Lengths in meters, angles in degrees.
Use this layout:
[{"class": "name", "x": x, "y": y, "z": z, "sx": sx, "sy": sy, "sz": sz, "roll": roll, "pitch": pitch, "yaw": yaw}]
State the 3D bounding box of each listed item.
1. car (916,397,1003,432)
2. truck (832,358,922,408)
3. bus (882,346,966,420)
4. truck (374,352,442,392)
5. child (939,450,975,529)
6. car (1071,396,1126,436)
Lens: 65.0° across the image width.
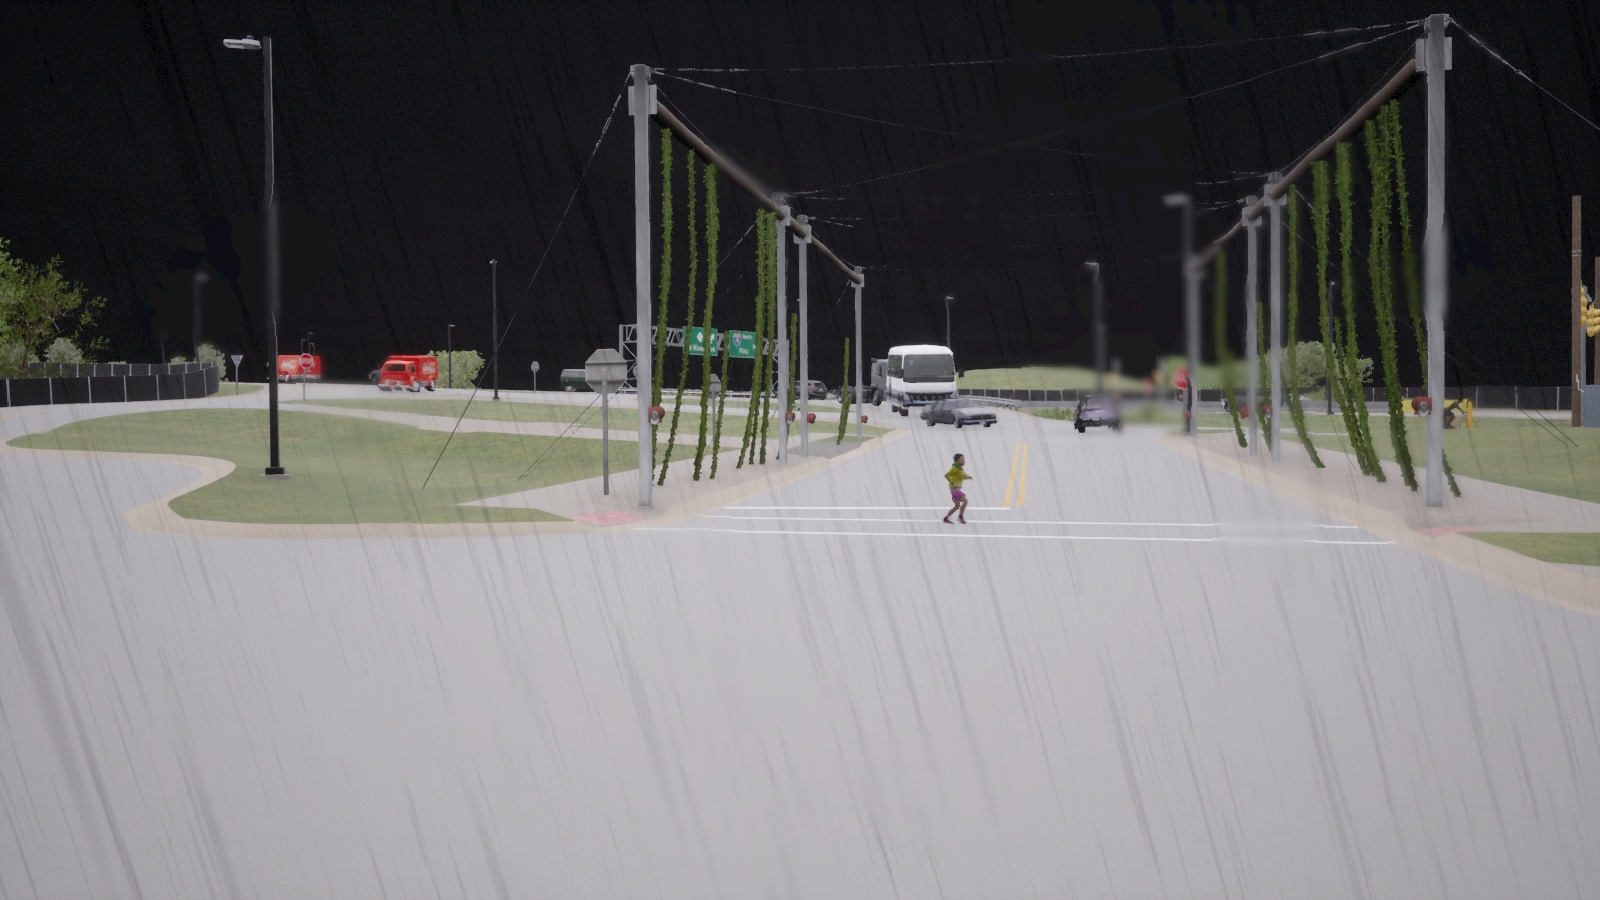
[{"class": "car", "x": 7.871, "y": -1.789, "z": 62.433, "sx": 2.033, "sy": 1.411, "sz": 5.357, "roll": -4, "pitch": 5, "yaw": -20}, {"class": "truck", "x": 5.580, "y": -5.026, "z": 92.978, "sx": 2.891, "sy": 3.462, "sz": 7.936, "roll": -1, "pitch": 4, "yaw": -27}, {"class": "bus", "x": 7.444, "y": -4.260, "z": 77.250, "sx": 3.944, "sy": 4.253, "sz": 10.273, "roll": 0, "pitch": 5, "yaw": -1}, {"class": "truck", "x": -26.875, "y": -5.417, "z": 86.267, "sx": 2.627, "sy": 2.467, "sz": 5.204, "roll": 2, "pitch": 6, "yaw": 5}, {"class": "child", "x": 2.364, "y": 0.591, "z": 18.890, "sx": 0.473, "sy": 1.160, "sz": 0.299, "roll": 0, "pitch": 1, "yaw": 22}, {"class": "car", "x": 13.329, "y": -1.572, "z": 56.263, "sx": 2.033, "sy": 1.649, "sz": 4.856, "roll": 0, "pitch": 3, "yaw": 9}]
